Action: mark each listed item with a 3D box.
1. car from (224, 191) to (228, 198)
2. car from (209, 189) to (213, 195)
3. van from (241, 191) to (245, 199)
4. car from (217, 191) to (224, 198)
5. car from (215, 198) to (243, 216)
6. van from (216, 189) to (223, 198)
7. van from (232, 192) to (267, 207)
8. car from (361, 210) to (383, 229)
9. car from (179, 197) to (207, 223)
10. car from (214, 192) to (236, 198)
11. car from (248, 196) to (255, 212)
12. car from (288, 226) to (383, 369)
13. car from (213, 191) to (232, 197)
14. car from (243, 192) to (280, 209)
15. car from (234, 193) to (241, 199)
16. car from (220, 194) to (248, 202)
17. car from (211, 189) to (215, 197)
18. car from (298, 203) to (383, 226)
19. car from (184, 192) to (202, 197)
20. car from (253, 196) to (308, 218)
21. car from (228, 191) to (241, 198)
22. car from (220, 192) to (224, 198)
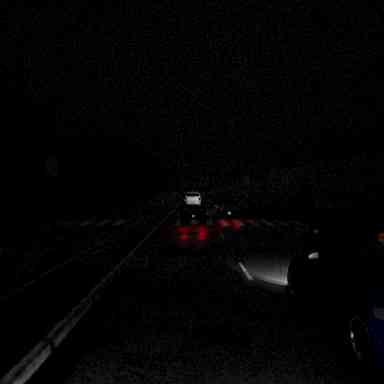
[{"bbox_3d":[8.103,0.952,49.274,5.566,2.045,2.435,1,0,-20],"label":"car"},{"bbox_3d":[7.902,0.630,85.004,5.366,1.575,1.946,0,1,-20],"label":"car"},{"bbox_3d":[8.184,1.058,37.370,4.442,1.987,1.878,1,0,-20],"label":"van"},{"bbox_3d":[7.902,1.076,61.130,5.366,1.575,1.946,1,1,-20],"label":"car"},{"bbox_3d":[3.102,1.443,29.917,1.895,1.301,4.718,0,0,0],"label":"car"},{"bbox_3d":[7.970,0.716,70.099,4.442,1.987,1.878,0,2,-20],"label":"van"},{"bbox_3d":[7.968,0.997,46.231,4.442,1.987,1.878,1,1,-20],"label":"van"},{"bbox_3d":[8.243,1.457,10.416,5.366,1.575,1.946,1,0,-20],"label":"car"},{"bbox_3d":[0.102,1.369,24.401,2.128,1.511,4.902,0,0,0],"label":"car"},{"bbox_3d":[8.102,0.728,82.101,4.792,1.488,2.163,0,1,-20],"label":"car"},{"bbox_3d":[8.068,1.362,31.364,4.674,1.452,2.002,1,0,-20],"label":"car"},{"bbox_3d":[3.101,1.554,5.714,1.994,1.385,4.181,0,0,0],"label":"car"},{"bbox_3d":[8.071,0.614,88.053,4.674,1.452,2.002,0,1,-20],"label":"car"},{"bbox_3d":[8.045,1.176,34.335,4.553,1.767,2.185,1,0,-20],"label":"car"},{"bbox_3d":[8.067,1.264,40.311,4.892,1.521,2.231,1,0,-20],"label":"car"},{"bbox_3d":[8.101,1.071,64.200,4.792,1.488,2.163,0,1,-20],"label":"car"},{"bbox_3d":[7.901,0.758,79.039,5.366,1.575,1.946,0,2,-20],"label":"car"},{"bbox_3d":[8.046,1.451,16.340,4.792,1.488,2.163,1,1,-20],"label":"car"},{"bbox_3d":[0.103,0.977,42.885,2.150,2.045,5.566,0,0,0],"label":"car"},{"bbox_3d":[8.047,1.371,28.345,4.792,1.488,2.163,1,1,-20],"label":"car"},{"bbox_3d":[8.052,0.992,43.277,5.566,2.045,2.435,1,1,-20],"label":"car"},{"bbox_3d":[8.046,1.147,58.204,4.792,1.488,2.163,1,1,-20],"label":"car"}]
